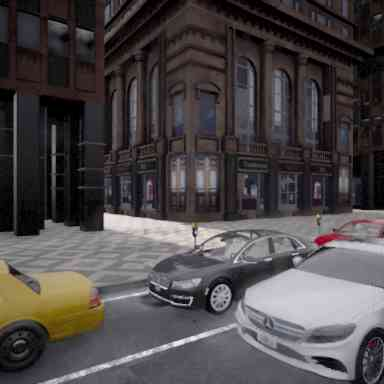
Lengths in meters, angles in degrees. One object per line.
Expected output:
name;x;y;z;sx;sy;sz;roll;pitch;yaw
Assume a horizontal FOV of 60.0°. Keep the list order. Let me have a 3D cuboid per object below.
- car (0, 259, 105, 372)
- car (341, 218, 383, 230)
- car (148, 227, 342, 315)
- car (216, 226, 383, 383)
car;-3.581;1.525;4.094;4.829;1.417;1.752;0;0;-35
car;5.714;1.557;10.706;4.507;1.381;1.887;0;0;-35
car;1.140;1.556;7.453;4.403;1.369;2.008;0;0;-35
car;2.809;1.531;5.388;4.674;1.442;1.812;0;0;-35
